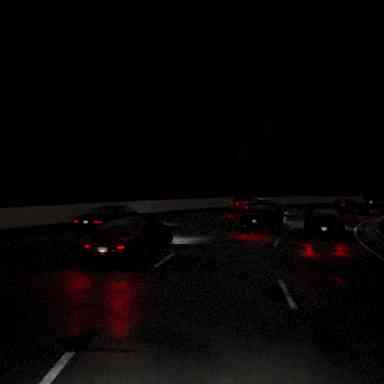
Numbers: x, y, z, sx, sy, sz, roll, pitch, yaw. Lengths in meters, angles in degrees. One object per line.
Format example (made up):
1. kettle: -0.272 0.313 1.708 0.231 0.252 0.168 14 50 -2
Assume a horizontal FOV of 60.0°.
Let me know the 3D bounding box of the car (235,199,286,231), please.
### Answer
1. car: 4.388 1.403 20.061 1.882 1.535 5.008 0 0 25

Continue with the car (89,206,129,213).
1. car: -4.212 1.480 18.237 2.033 1.411 5.357 0 0 20

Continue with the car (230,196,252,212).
1. car: 5.996 1.224 35.079 2.097 1.767 4.553 0 1 41

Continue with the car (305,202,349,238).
1. car: 6.898 1.462 17.249 1.812 1.442 4.674 0 0 22

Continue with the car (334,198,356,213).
1. car: 16.124 1.398 34.735 4.674 1.442 1.812 0 0 -39

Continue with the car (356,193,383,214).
1. car: 18.777 1.094 32.521 5.566 2.045 2.150 1 -1 -37

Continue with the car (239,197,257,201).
1. car: 6.803 1.435 30.522 2.033 1.411 5.357 0 0 39

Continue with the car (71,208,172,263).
1. car: -2.094 1.481 11.834 1.812 1.442 4.674 0 0 12
